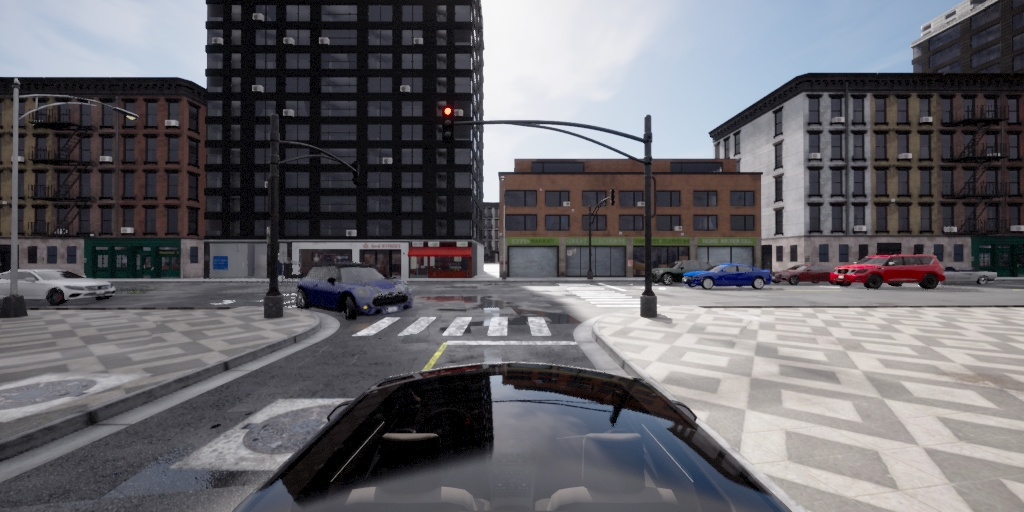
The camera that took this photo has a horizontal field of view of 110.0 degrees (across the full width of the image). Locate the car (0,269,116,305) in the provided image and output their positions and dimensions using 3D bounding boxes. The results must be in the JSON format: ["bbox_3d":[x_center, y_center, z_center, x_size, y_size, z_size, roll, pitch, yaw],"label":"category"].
[{"bbox_3d":[-19.852,1.271,15.250,4.674,1.442,1.812,0,0,0],"label":"car"}]

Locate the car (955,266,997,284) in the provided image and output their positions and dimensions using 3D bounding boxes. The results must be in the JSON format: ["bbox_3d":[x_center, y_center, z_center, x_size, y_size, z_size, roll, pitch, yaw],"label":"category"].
[{"bbox_3d":[30.781,1.327,25.347,4.718,1.301,1.895,0,0,0],"label":"car"}]

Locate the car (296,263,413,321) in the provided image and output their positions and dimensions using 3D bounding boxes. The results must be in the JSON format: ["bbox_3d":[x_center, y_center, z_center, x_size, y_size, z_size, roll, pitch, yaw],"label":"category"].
[{"bbox_3d":[-5.546,1.065,12.538,4.553,1.767,2.097,1,1,36],"label":"car"}]

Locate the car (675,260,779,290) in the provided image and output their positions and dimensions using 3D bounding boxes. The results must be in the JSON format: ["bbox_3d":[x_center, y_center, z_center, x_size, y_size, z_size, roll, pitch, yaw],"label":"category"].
[{"bbox_3d":[13.105,1.213,22.043,5.008,1.535,1.882,0,0,-2],"label":"car"}]

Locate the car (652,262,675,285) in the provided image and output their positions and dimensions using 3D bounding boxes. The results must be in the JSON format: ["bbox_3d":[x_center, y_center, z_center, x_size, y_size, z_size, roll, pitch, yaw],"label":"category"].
[{"bbox_3d":[11.967,1.117,25.301,4.553,1.767,2.097,0,0,0],"label":"car"}]

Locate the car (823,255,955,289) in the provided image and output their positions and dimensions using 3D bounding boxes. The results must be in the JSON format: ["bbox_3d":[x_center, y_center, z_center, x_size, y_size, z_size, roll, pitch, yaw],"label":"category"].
[{"bbox_3d":[23.030,0.937,22.084,5.566,2.045,2.150,0,0,0],"label":"car"}]

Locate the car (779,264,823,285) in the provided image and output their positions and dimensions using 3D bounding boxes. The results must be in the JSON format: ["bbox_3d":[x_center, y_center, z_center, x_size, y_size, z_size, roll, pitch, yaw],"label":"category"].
[{"bbox_3d":[20.794,1.272,25.312,4.674,1.442,1.812,0,0,0],"label":"car"}]
